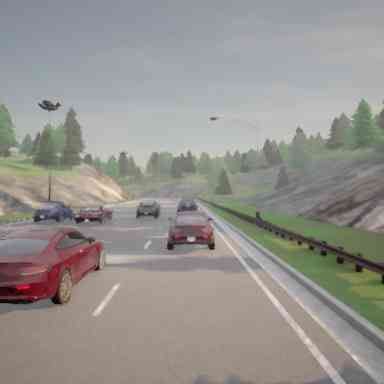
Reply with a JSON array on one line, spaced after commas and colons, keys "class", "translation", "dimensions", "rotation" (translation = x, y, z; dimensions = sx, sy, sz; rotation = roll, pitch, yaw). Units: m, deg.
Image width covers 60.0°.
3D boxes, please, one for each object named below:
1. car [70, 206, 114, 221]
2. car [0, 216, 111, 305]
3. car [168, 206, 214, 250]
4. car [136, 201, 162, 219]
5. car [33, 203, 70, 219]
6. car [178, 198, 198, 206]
[{"class": "car", "translation": [-7.256, 1.668, 25.042], "dimensions": [1.895, 1.301, 4.718], "rotation": [0, 0, -1]}, {"class": "car", "translation": [-3.456, 1.550, 7.986], "dimensions": [1.812, 1.442, 4.674], "rotation": [0, 0, -1]}, {"class": "car", "translation": [-0.067, 1.554, 14.470], "dimensions": [1.812, 1.442, 4.674], "rotation": [0, 0, -1]}, {"class": "car", "translation": [-3.841, 1.560, 29.973], "dimensions": [2.128, 1.511, 4.902], "rotation": [0, 0, -1]}, {"class": "car", "translation": [-10.772, 1.604, 26.125], "dimensions": [1.812, 1.442, 4.674], "rotation": [0, 0, -1]}, {"class": "car", "translation": [-0.454, 1.422, 36.137], "dimensions": [2.097, 1.767, 4.553], "rotation": [0, 0, -1]}]
